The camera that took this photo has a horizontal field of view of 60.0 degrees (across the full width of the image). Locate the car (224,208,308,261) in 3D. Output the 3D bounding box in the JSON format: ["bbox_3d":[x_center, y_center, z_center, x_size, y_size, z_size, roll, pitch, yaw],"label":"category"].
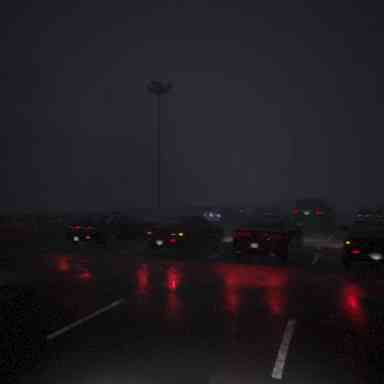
[{"bbox_3d":[3.132,1.616,13.103,1.882,1.535,5.008,0,-1,26],"label":"car"}]

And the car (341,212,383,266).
[{"bbox_3d":[6.206,1.643,11.428,1.812,1.442,4.674,0,0,26],"label":"car"}]

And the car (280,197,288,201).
[{"bbox_3d":[20.227,2.223,65.822,5.357,1.411,2.033,1,-1,-44],"label":"car"}]

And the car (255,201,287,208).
[{"bbox_3d":[6.308,1.783,26.401,1.837,1.490,4.892,0,0,32],"label":"car"}]

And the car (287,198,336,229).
[{"bbox_3d":[8.831,1.472,23.861,2.150,2.045,5.566,0,0,31],"label":"car"}]

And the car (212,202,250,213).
[{"bbox_3d":[2.753,1.836,27.334,2.033,1.411,5.357,0,-1,31],"label":"car"}]

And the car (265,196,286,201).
[{"bbox_3d":[17.960,1.938,68.501,5.566,2.045,2.150,1,-1,-44],"label":"car"}]

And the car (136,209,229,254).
[{"bbox_3d":[-0.174,1.679,14.319,1.812,1.442,4.674,0,0,26],"label":"car"}]

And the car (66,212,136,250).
[{"bbox_3d":[-3.536,1.660,15.415,2.128,1.511,4.902,0,-1,26],"label":"car"}]

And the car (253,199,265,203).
[{"bbox_3d":[15.770,2.220,71.238,5.008,1.535,1.882,1,-1,-44],"label":"car"}]

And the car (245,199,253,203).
[{"bbox_3d":[13.553,2.252,73.963,5.008,1.535,1.882,1,-1,-44],"label":"car"}]

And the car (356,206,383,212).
[{"bbox_3d":[12.348,1.727,22.862,2.128,1.511,4.902,0,-1,32],"label":"car"}]
